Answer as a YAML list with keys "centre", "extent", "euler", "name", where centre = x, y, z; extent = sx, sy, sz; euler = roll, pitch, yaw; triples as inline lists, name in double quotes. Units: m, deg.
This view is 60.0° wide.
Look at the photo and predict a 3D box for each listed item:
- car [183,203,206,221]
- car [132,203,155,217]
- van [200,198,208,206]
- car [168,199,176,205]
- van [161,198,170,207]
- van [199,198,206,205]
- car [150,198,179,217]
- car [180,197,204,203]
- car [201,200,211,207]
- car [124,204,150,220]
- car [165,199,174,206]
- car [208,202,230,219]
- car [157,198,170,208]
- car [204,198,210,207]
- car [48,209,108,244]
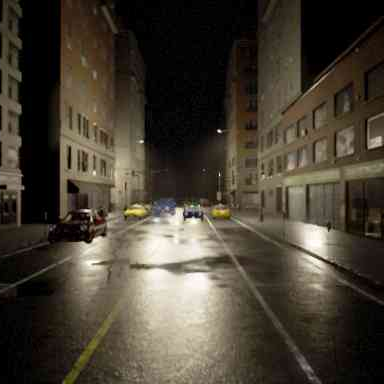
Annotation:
- centre: [0.106, 2.013, 31.513]
  extent: [1.895, 1.301, 4.718]
  euler: [0, -1, 0]
  name: "car"
- centre: [-5.640, 2.062, 38.990]
  extent: [2.008, 1.369, 4.403]
  euler: [0, -1, 0]
  name: "car"
- centre: [2.919, 2.441, 82.259]
  extent: [1.690, 1.788, 3.998]
  euler: [0, -1, 0]
  name: "van"
- centre: [-5.597, 2.690, 93.267]
  extent: [1.967, 1.590, 4.097]
  euler: [0, -1, 0]
  name: "car"
- centre: [-5.615, 2.290, 71.264]
  extent: [1.690, 1.788, 3.998]
  euler: [0, -1, 0]
  name: "van"
- centre: [2.928, 2.592, 93.261]
  extent: [1.690, 1.788, 3.998]
  euler: [0, -1, 0]
  name: "van"
- centre: [-3.031, 1.720, 37.894]
  extent: [2.150, 2.045, 5.566]
  euler: [0, -1, 0]
  name: "car"
- centre: [0.031, 1.766, 41.459]
  extent: [2.150, 2.045, 5.566]
  euler: [0, -1, 0]
  name: "car"
- centre: [2.911, 2.516, 71.254]
  extent: [1.947, 1.339, 4.313]
  euler: [0, -1, 0]
  name: "car"
- centre: [-5.645, 1.961, 33.295]
  extent: [1.752, 1.417, 4.829]
  euler: [0, -1, 0]
  name: "car"
- centre: [-5.606, 2.540, 82.265]
  extent: [1.967, 1.590, 4.097]
  euler: [0, -1, 0]
  name: "car"
- centre: [2.881, 1.966, 33.628]
  extent: [1.752, 1.417, 4.829]
  euler: [0, -1, 0]
  name: "car"
- centre: [-5.620, 2.189, 65.764]
  extent: [2.192, 1.841, 5.009]
  euler: [0, -1, 0]
  name: "car"
- centre: [2.907, 2.419, 65.754]
  extent: [1.887, 1.381, 4.507]
  euler: [0, -1, 0]
  name: "car"
- centre: [-5.658, 1.660, 16.890]
  extent: [1.967, 1.590, 4.097]
  euler: [0, -1, 0]
  name: "car"
